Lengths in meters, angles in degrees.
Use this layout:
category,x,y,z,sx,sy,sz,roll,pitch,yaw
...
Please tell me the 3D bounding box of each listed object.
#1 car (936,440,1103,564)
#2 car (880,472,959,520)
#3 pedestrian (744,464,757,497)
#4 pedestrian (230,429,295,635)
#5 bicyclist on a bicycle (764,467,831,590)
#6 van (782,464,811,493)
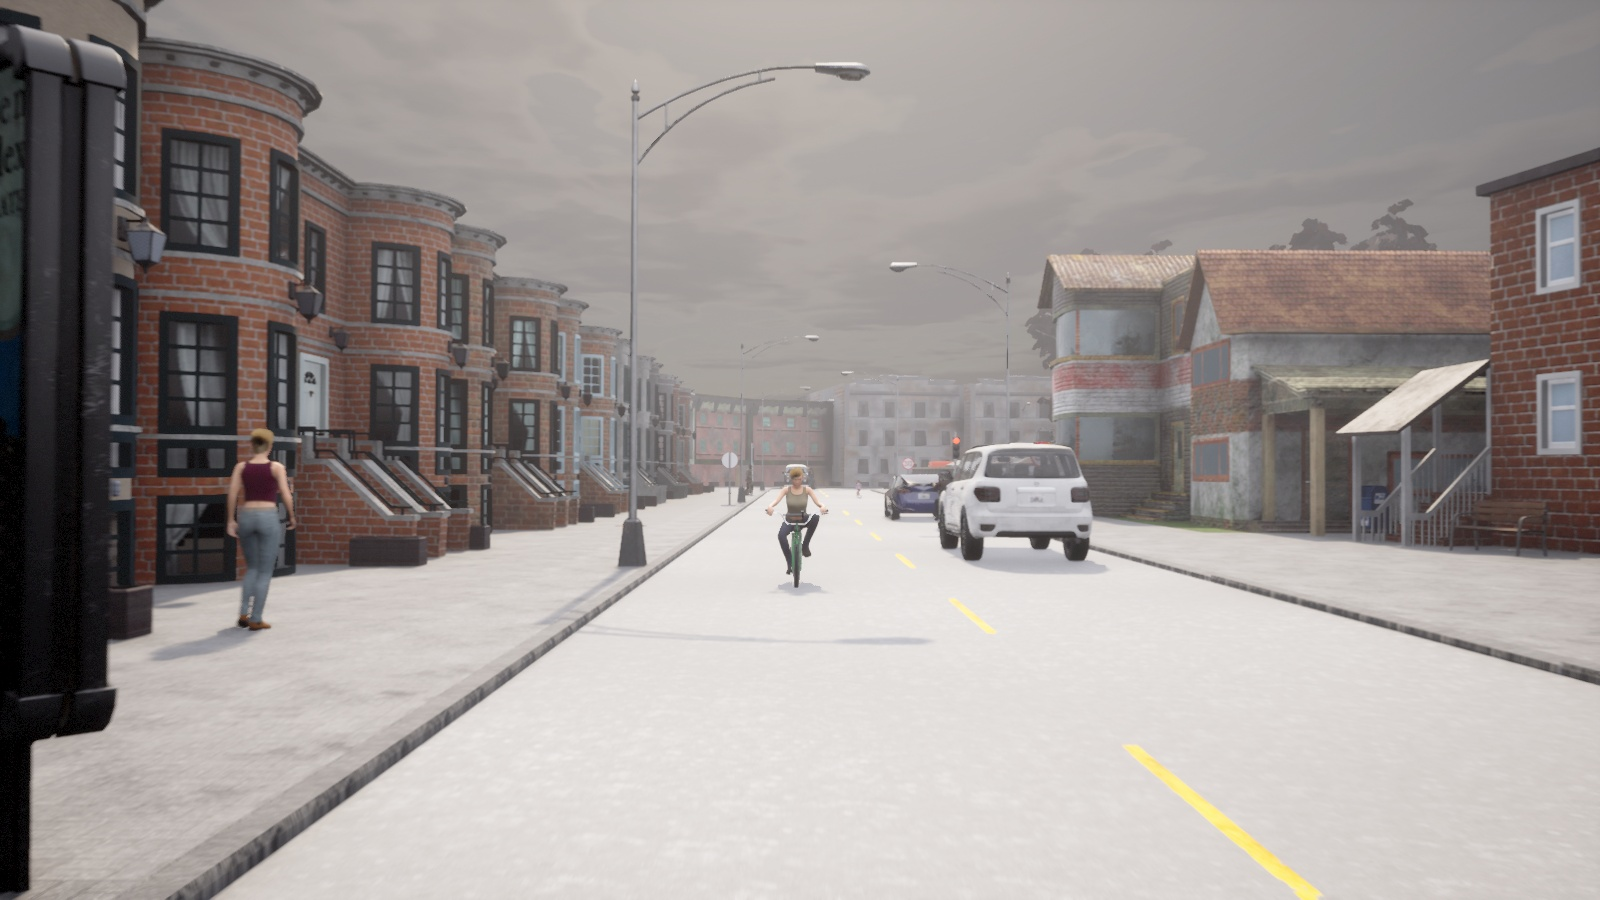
category,x,y,z,sx,sy,sz,roll,pitch,yaw
car,3.944,0.914,23.674,2.150,2.045,5.566,0,-1,0
car,3.899,1.499,41.801,2.163,1.488,4.792,0,-1,0
pedestrian,-2.913,1.775,74.015,0.692,1.930,0.396,-1,-1,30
pedestrian,-4.910,0.736,11.493,0.345,1.836,0.594,0,-1,-1
bicyclist on a bicycle,-0.035,1.039,17.186,0.866,1.612,1.509,0,-1,0
van,-0.248,2.063,91.176,2.069,2.038,4.480,0,-1,0
